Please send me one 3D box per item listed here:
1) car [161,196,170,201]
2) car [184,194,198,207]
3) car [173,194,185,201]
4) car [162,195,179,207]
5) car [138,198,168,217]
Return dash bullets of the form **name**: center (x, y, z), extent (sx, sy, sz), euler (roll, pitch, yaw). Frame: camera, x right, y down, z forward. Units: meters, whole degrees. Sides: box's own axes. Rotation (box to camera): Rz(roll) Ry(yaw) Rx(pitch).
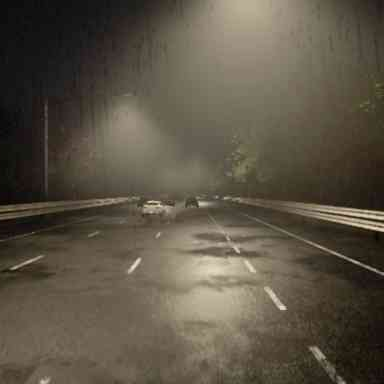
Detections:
- **car**: center (-7.023, 1.647, 88.435), extent (1.895, 1.301, 4.718), euler (0, 0, 0)
- **car**: center (-0.016, 1.524, 50.539), extent (1.837, 1.490, 4.892), euler (0, 0, 0)
- **car**: center (-3.524, 1.527, 86.380), extent (1.882, 1.535, 5.008), euler (0, 0, 0)
- **car**: center (-3.517, 1.564, 50.579), extent (2.033, 1.411, 5.357), euler (0, 0, 0)
- **car**: center (-3.510, 1.534, 30.810), extent (1.812, 1.442, 4.674), euler (0, 0, 0)
